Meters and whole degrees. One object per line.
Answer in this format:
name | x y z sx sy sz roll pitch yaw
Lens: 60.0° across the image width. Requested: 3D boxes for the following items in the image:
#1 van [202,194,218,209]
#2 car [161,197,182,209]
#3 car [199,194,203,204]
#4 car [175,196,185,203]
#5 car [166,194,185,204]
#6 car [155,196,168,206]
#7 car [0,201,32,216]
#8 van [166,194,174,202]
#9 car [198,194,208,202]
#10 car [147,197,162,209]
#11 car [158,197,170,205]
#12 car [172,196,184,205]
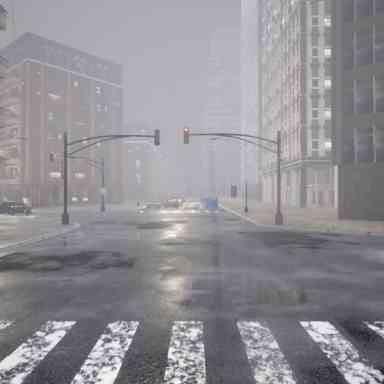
van | 2.669 1.387 45.905 1.690 1.788 3.998 0 0 0
car | -2.730 1.645 45.051 1.895 1.301 4.718 0 0 0
car | 2.716 1.645 68.114 1.887 1.381 4.507 0 0 0
car | -2.589 1.669 73.899 1.994 1.385 4.181 0 0 0
car | -2.705 1.415 54.177 2.097 1.767 4.553 0 0 0
car | -5.188 1.510 57.028 1.967 1.590 4.097 0 0 0
car | -18.230 1.666 34.175 4.892 1.490 1.837 0 -1 41
van | -5.139 1.475 79.236 1.690 1.788 3.998 0 0 0
car | 2.752 1.468 84.773 2.192 1.841 5.009 0 0 0
car | -5.212 1.571 45.752 1.752 1.417 4.829 0 0 0
car | -5.176 1.651 62.580 1.947 1.339 4.313 0 0 0
car | -2.657 1.580 64.017 2.128 1.511 4.902 0 0 1
